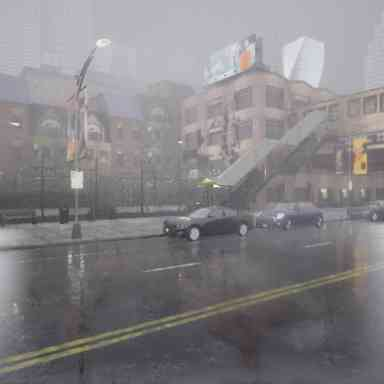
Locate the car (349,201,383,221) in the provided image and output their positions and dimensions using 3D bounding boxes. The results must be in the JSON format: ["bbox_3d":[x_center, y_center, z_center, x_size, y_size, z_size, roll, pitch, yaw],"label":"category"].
[{"bbox_3d":[14.835,1.477,26.740,4.892,1.521,2.231,0,0,-26],"label":"car"}]

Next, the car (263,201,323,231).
[{"bbox_3d":[6.042,1.350,20.511,4.553,1.767,2.185,0,0,-36],"label":"car"}]

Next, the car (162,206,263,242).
[{"bbox_3d":[0.893,1.475,16.667,5.008,1.535,2.097,0,0,-36],"label":"car"}]
